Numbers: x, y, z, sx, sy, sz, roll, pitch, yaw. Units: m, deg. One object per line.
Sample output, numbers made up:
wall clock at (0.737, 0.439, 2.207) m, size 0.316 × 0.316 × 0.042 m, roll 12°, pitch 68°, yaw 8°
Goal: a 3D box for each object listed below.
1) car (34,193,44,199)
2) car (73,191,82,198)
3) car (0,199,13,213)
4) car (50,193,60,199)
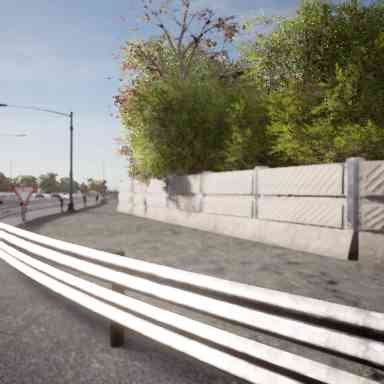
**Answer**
car at (-35.934, 0.903, 78.149) m, size 1.812 × 1.442 × 4.674 m, roll 0°, pitch 0°, yaw -27°
car at (-27.849, 0.669, 80.262) m, size 2.150 × 2.045 × 5.566 m, roll 0°, pitch 0°, yaw -12°
car at (-17.500, 1.329, 29.406) m, size 1.812 × 1.442 × 4.674 m, roll 0°, pitch 0°, yaw -9°
car at (-32.752, 0.903, 79.606) m, size 1.837 × 1.490 × 4.892 m, roll 0°, pitch 0°, yaw -27°
